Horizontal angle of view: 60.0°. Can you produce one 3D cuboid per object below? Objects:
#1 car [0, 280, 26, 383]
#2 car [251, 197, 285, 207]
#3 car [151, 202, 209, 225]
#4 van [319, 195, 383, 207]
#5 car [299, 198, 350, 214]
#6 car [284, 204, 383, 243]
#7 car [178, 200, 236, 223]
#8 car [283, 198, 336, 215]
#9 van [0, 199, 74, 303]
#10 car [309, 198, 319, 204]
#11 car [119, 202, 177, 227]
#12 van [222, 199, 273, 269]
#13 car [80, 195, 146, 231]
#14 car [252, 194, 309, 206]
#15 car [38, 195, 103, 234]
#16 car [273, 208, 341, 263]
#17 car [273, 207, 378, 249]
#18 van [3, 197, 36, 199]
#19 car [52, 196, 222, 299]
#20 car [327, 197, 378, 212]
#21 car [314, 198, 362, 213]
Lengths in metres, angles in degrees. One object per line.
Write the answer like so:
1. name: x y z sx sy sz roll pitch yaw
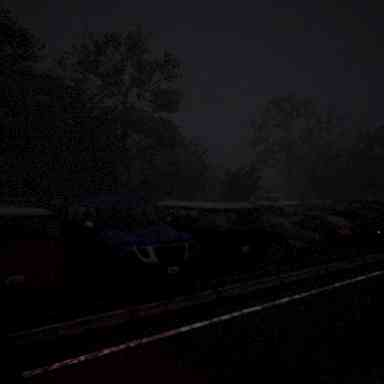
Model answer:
1. car: -3.266 1.596 1.351 4.718 1.301 1.895 0 0 -36
2. car: 5.707 1.520 30.755 2.231 1.521 4.892 0 0 -36
3. car: -1.045 1.565 25.881 2.163 1.488 4.792 0 0 -36
4. van: 9.319 1.303 17.399 1.878 1.987 4.442 0 0 -36
5. car: 14.720 1.481 37.237 2.231 1.521 4.892 0 0 -36
6. car: 7.093 1.563 15.694 2.163 1.488 4.792 0 0 -36
7. car: 1.083 1.528 27.671 1.946 1.575 5.366 0 0 -36
8. car: 12.466 1.490 35.618 2.097 1.535 5.008 0 0 -36
9. van: -4.352 1.271 7.591 1.878 1.987 4.442 0 0 -36
10. car: 10.210 1.500 33.999 2.097 1.535 5.008 0 0 -36
11. car: -3.340 1.561 24.306 2.163 1.488 4.792 0 0 -36
12. van: 0.202 1.295 10.858 1.878 1.987 4.442 0 0 -36
13. car: -5.561 1.275 22.642 2.435 2.045 5.566 0 0 -36
14. car: 7.974 1.258 32.353 2.435 2.045 5.566 0 0 -36
15. car: -7.850 1.268 21.070 2.435 2.045 5.566 0 0 -36
16. car: 2.547 1.528 12.405 2.231 1.521 4.892 0 0 -36
17. car: 4.830 1.572 14.031 2.002 1.452 4.674 0 0 -36
18. van: -10.157 1.282 19.523 1.878 1.987 4.442 0 0 -36
19. car: -1.989 1.258 9.108 2.435 2.045 5.566 0 0 -36
20. car: 19.342 1.458 40.316 1.946 1.575 5.366 0 0 -36
21. car: 16.962 1.500 38.873 2.163 1.488 4.792 0 0 -36
